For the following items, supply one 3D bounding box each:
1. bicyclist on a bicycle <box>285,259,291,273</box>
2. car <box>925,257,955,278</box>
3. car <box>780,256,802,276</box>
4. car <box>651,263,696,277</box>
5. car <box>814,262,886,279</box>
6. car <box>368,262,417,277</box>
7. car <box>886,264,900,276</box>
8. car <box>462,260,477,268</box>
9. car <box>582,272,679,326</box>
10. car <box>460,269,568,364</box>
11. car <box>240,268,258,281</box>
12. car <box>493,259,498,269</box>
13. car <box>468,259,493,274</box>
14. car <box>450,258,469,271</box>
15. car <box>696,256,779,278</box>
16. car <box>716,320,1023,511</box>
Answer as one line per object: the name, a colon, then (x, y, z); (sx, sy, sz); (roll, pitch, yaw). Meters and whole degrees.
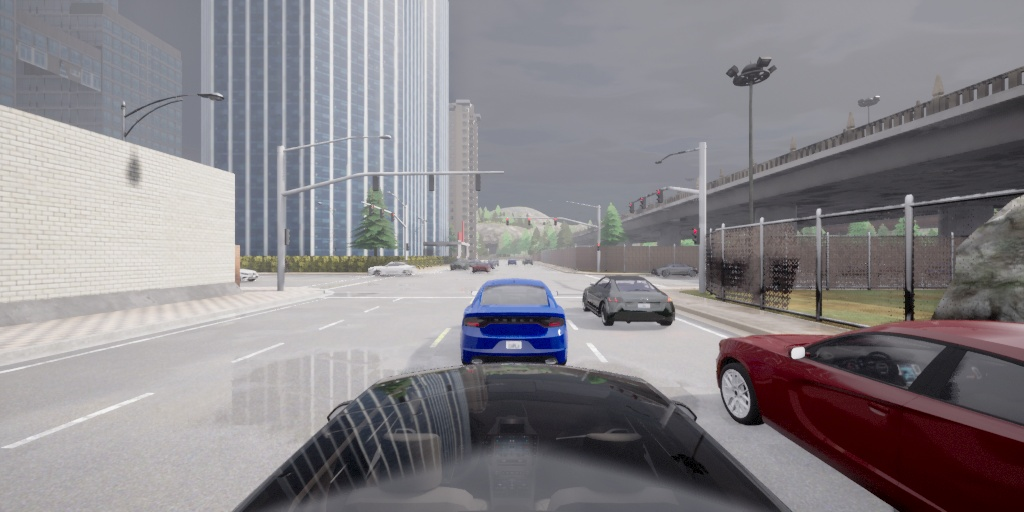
bicyclist on a bicycle: (-25.289, 1.106, 40.160); (0.582, 1.620, 1.656); (0, 0, 0)
car: (40.481, 1.027, 31.976); (5.566, 2.045, 2.150); (0, 0, 0)
car: (25.383, 1.027, 35.475); (5.566, 2.045, 2.150); (0, 0, -1)
car: (16.026, 1.369, 35.453); (4.181, 1.385, 1.994); (0, 0, 0)
car: (29.773, 1.406, 31.974); (4.718, 1.301, 1.895); (0, 0, 0)
car: (-12.061, 1.323, 36.416); (4.674, 1.442, 1.812); (0, 1, -19)
car: (35.561, 1.331, 35.472); (4.674, 1.442, 1.812); (0, 0, 0)
car: (-7.054, 1.314, 60.380); (1.994, 1.385, 4.181); (0, 0, 0)
car: (3.577, 1.314, 11.689); (1.994, 1.385, 4.181); (0, 0, 0)
car: (0.055, 1.228, 8.029); (1.882, 1.535, 5.008); (0, 0, 1)
car: (-22.630, 1.331, 28.203); (4.674, 1.442, 1.812); (0, 0, 0)
car: (-3.575, 1.351, 53.355); (1.895, 1.301, 4.718); (0, 0, 0)
car: (-3.585, 1.361, 41.971); (1.895, 1.301, 4.718); (0, 0, 0)
car: (-7.080, 1.101, 48.527); (2.097, 1.767, 4.553); (0, 0, 0)
car: (20.004, 1.027, 31.957); (5.566, 2.045, 2.150); (0, 0, 0)
car: (3.602, 1.228, 2.695); (1.882, 1.535, 5.008); (0, 0, 0)
